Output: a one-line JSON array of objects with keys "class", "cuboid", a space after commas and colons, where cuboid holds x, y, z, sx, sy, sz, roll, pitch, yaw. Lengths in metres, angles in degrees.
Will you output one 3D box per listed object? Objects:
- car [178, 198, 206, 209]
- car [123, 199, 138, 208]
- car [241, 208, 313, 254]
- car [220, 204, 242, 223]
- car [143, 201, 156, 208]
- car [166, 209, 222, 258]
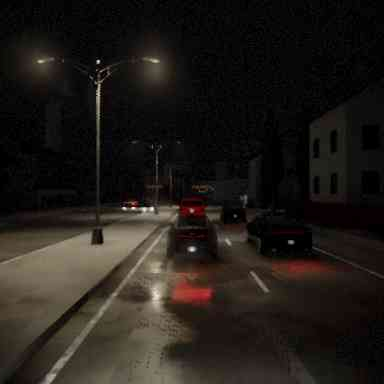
[{"class": "car", "cuboid": [0.009, 1.528, 27.572, 2.150, 2.045, 5.566, 0, 0, 0]}, {"class": "car", "cuboid": [-11.517, 2.038, 62.615, 2.097, 1.767, 4.553, 0, -1, 0]}, {"class": "car", "cuboid": [3.525, 1.635, 14.232, 1.882, 1.535, 5.008, 0, 0, 0]}, {"class": "car", "cuboid": [3.525, 1.799, 29.231, 1.882, 1.535, 5.008, 0, 0, 0]}, {"class": "car", "cuboid": [-8.013, 2.290, 62.786, 1.895, 1.301, 4.718, 0, -1, 0]}, {"class": "car", "cuboid": [0.018, 1.656, 13.483, 1.837, 1.490, 4.892, 0, 0, 0]}]
